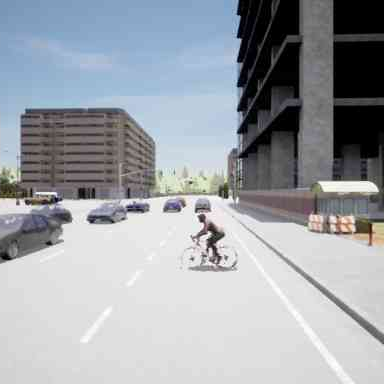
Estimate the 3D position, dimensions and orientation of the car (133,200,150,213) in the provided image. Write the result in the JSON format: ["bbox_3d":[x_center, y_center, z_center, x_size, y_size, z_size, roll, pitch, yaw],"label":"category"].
[{"bbox_3d":[-5.873,1.600,36.642,1.895,1.301,4.718,0,0,2],"label":"car"}]

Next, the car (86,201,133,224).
[{"bbox_3d":[-6.250,1.547,25.162,2.033,1.411,5.357,0,0,2],"label":"car"}]

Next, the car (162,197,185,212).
[{"bbox_3d":[-2.211,1.525,38.696,1.812,1.442,4.674,0,0,2],"label":"car"}]

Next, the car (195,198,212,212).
[{"bbox_3d":[1.286,1.547,38.580,2.033,1.411,5.357,0,0,3],"label":"car"}]

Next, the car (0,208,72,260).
[{"bbox_3d":[-6.731,1.546,12.644,2.033,1.411,5.357,0,0,2],"label":"car"}]

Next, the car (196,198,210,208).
[{"bbox_3d":[1.610,1.563,49.210,1.994,1.385,4.181,0,0,2],"label":"car"}]

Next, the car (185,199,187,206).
[{"bbox_3d":[-1.850,1.525,50.466,1.812,1.442,4.674,0,0,2],"label":"car"}]

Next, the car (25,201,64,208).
[{"bbox_3d":[-9.853,1.564,22.807,1.994,1.385,4.181,0,0,2],"label":"car"}]

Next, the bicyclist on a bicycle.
[{"bbox_3d":[0.472,1.444,9.575,1.656,1.620,0.582,-2,0,2],"label":"bicyclist on a bicycle"}]
